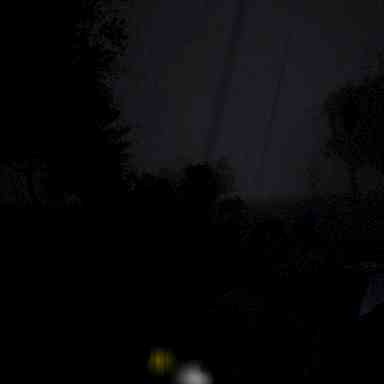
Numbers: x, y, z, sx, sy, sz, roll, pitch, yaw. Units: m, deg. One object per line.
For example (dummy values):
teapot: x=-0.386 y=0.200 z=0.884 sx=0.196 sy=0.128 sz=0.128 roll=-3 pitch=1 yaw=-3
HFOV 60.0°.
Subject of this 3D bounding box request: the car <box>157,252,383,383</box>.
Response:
car: x=1.686 y=1.533 z=4.129 sx=4.181 sy=1.385 sz=1.994 roll=0 pitch=1 yaw=-34
